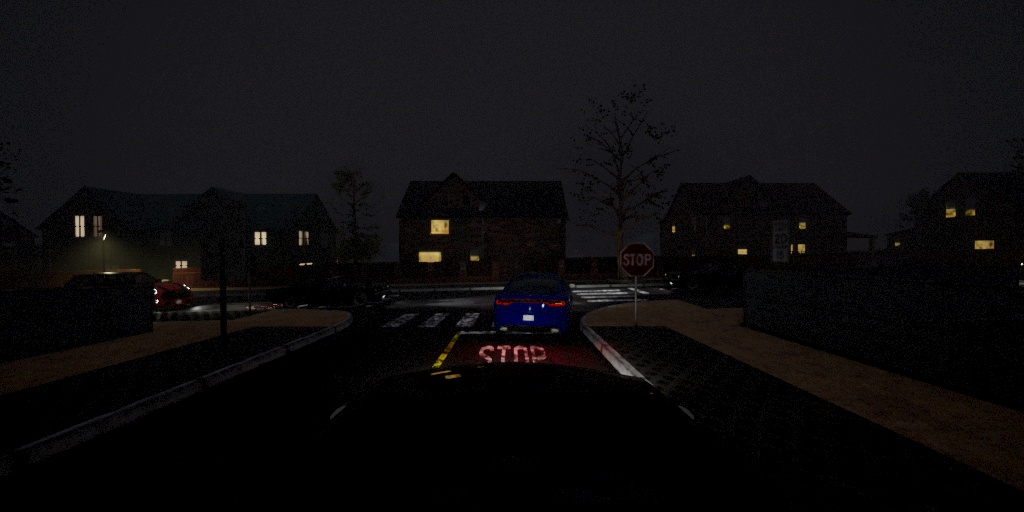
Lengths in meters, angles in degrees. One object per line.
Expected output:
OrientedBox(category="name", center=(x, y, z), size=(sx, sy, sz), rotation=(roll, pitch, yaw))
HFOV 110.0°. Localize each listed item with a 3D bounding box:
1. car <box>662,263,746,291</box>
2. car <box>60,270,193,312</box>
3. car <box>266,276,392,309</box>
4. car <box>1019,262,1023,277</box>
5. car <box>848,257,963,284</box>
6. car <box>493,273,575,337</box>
OrientedBox(category="car", center=(10.416, 1.038, 18.569), size=(4.718, 1.301, 1.895), rotation=(-1, 1, -1))
OrientedBox(category="car", center=(-16.795, 1.475, 15.643), size=(4.553, 1.767, 2.097), rotation=(-1, 1, 0))
OrientedBox(category="car", center=(-7.807, 1.510, 15.647), size=(4.718, 1.301, 1.895), rotation=(-1, 1, 0))
OrientedBox(category="car", center=(29.571, 0.339, 18.592), size=(4.553, 1.767, 2.097), rotation=(-1, 1, 0))
OrientedBox(category="car", center=(20.061, 0.757, 18.602), size=(5.357, 1.411, 2.033), rotation=(-1, 1, 0))
OrientedBox(category="car", center=(0.789, 1.229, 10.437), size=(1.882, 1.535, 5.008), rotation=(0, 0, 10))
